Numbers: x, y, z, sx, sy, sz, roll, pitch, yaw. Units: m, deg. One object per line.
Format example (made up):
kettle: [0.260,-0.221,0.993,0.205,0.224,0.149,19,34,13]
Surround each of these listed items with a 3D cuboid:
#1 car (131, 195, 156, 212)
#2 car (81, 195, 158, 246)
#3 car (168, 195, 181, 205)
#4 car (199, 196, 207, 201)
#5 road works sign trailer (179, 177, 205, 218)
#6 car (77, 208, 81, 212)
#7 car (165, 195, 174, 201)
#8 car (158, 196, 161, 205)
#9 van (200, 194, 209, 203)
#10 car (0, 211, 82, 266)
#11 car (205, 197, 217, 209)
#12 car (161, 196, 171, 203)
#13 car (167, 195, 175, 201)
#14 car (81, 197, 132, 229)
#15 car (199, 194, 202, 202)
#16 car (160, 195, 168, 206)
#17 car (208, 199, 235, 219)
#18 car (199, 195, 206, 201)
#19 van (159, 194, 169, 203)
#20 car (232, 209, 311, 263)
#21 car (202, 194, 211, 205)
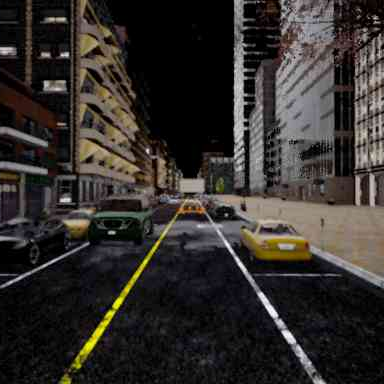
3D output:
car: [-5.663,1.312,39.495,2.192,1.841,5.009,1,0,0]
car: [-3.096,1.219,15.621,2.150,2.045,5.566,0,0,0]
car: [-3.025,1.524,57.549,1.812,1.442,4.674,0,0,1]
car: [2.726,1.586,84.049,1.802,1.307,4.206,1,0,0]
road works sign trailer: [0.008,0.461,30.618,2.380,3.560,2.880,0,0,0]
car: [-5.673,1.523,17.047,1.752,1.417,4.829,1,0,0]
car: [-5.654,1.555,84.052,2.008,1.369,4.403,1,0,0]
car: [-5.665,1.542,45.065,1.887,1.381,4.507,1,0,0]
van: [2.726,1.343,72.911,1.690,1.788,3.998,1,0,0]
car: [-5.675,1.564,11.648,1.947,1.339,4.313,1,0,0]
car: [2.712,1.548,33.922,2.008,1.369,4.403,1,0,0]
car: [-5.657,1.527,72.744,1.752,1.417,4.829,1,0,0]
car: [-5.652,1.530,89.453,1.752,1.417,4.829,1,0,0]
car: [-5.668,1.312,22.787,2.192,1.841,5.009,1,0,0]
car: [2.720,1.439,56.201,1.967,1.590,4.097,1,0,0]
car: [-5.662,1.564,56.205,1.947,1.339,4.313,1,0,0]
car: [2.710,1.548,28.354,2.008,1.369,4.403,1,0,0]
car: [2.728,1.530,89.788,1.752,1.417,4.829,1,0,0]
van: [-5.656,1.342,67.345,1.690,1.788,3.998,1,0,0]
car: [2.706,1.523,11.815,1.752,1.417,4.829,1,0,0]
car: [2.716,1.438,45.061,1.967,1.590,4.097,1,0,0]
